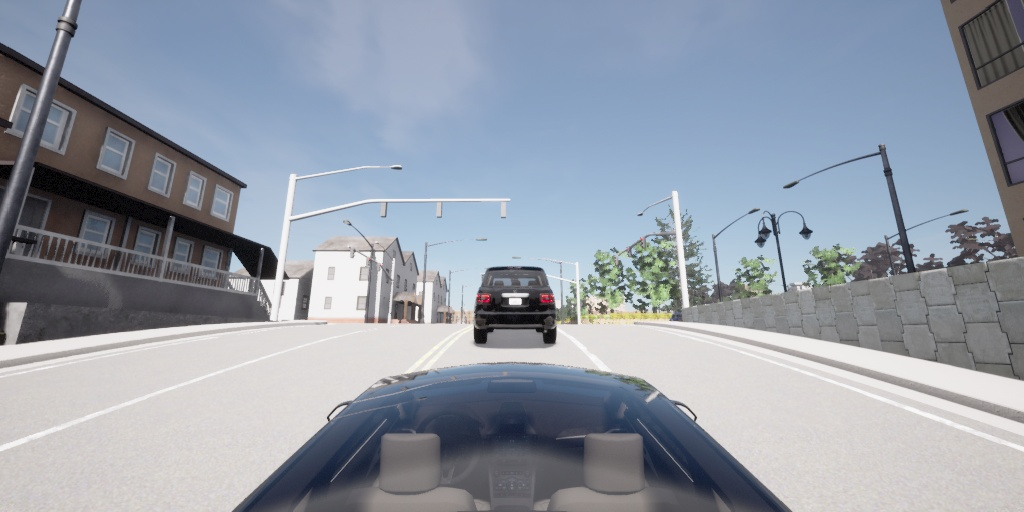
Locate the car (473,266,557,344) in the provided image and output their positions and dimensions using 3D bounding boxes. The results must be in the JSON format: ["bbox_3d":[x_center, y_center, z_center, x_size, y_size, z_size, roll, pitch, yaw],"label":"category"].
[{"bbox_3d":[0.089,1.503,11.200,2.150,2.045,5.566,0,-7,0],"label":"car"}]

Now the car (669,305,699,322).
[{"bbox_3d":[16.938,5.325,31.716,5.566,2.045,2.150,0,-12,1],"label":"car"}]
